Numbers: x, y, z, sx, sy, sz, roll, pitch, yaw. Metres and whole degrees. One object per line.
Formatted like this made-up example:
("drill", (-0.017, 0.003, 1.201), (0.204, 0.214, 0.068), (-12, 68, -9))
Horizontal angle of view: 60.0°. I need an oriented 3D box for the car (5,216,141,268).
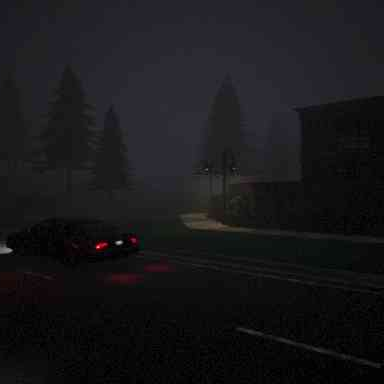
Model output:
("car", (-4.178, 1.547, 11.273), (5.357, 1.411, 2.033), (0, 0, 36))
